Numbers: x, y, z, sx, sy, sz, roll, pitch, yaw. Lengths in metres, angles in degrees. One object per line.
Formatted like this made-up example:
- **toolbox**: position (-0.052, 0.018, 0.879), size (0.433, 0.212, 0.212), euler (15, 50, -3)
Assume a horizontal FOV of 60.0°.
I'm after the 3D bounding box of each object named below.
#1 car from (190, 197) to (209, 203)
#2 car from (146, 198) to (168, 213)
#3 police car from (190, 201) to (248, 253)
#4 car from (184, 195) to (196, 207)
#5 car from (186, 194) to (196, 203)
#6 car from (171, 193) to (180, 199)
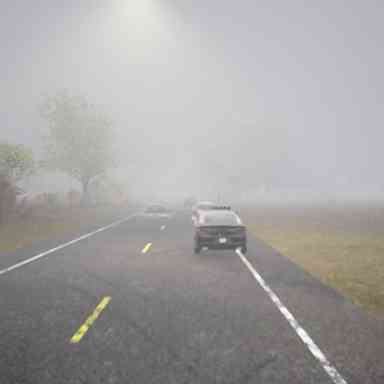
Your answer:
- **car**: position (0.971, 1.383, 23.646), size (1.801, 1.575, 5.366), euler (0, 0, 0)
- **car**: position (-3.715, 1.410, 35.837), size (1.812, 1.442, 4.674), euler (0, 0, 0)
- **police car**: position (1.006, 1.385, 13.566), size (1.930, 1.638, 5.238), euler (0, 0, 0)
- **car**: position (-0.151, 1.393, 48.939), size (1.994, 1.385, 4.181), euler (0, 0, 0)
- **car**: position (-0.212, 1.262, 65.079), size (1.837, 1.490, 4.892), euler (0, 0, 0)
- **car**: position (-3.770, 1.078, 77.468), size (1.837, 1.490, 4.892), euler (0, 0, 0)
